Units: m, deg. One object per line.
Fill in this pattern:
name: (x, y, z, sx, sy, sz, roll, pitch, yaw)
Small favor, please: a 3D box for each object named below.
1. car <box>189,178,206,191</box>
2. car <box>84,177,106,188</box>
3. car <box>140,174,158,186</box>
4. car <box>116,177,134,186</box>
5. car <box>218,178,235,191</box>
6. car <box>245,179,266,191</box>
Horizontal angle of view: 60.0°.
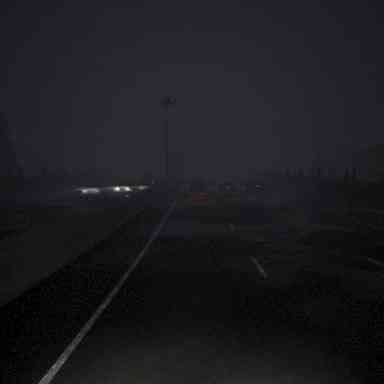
car: (0.645, -0.951, 40.549, 1.812, 1.442, 4.674, 0, 5, 1)
car: (-13.455, -1.353, 46.204, 1.895, 1.301, 4.718, 0, 5, 1)
car: (-6.401, -1.852, 49.453, 2.097, 1.767, 4.553, 0, 5, 1)
car: (-9.906, -1.600, 49.355, 1.895, 1.301, 4.718, 0, 5, 1)
car: (4.145, -0.948, 40.573, 1.812, 1.442, 4.674, 0, 5, 1)
car: (7.641, -0.883, 40.319, 1.994, 1.385, 4.181, 0, 5, 1)
